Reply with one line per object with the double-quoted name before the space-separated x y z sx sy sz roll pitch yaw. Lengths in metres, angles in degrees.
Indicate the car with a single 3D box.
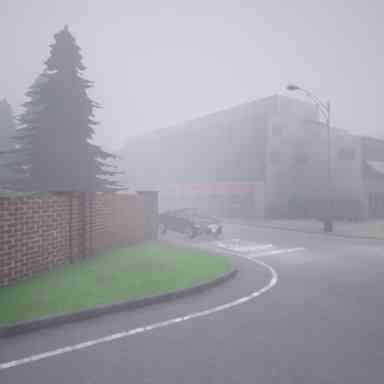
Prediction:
"car" -0.281 1.675 18.815 2.128 1.511 4.902 0 0 -35
